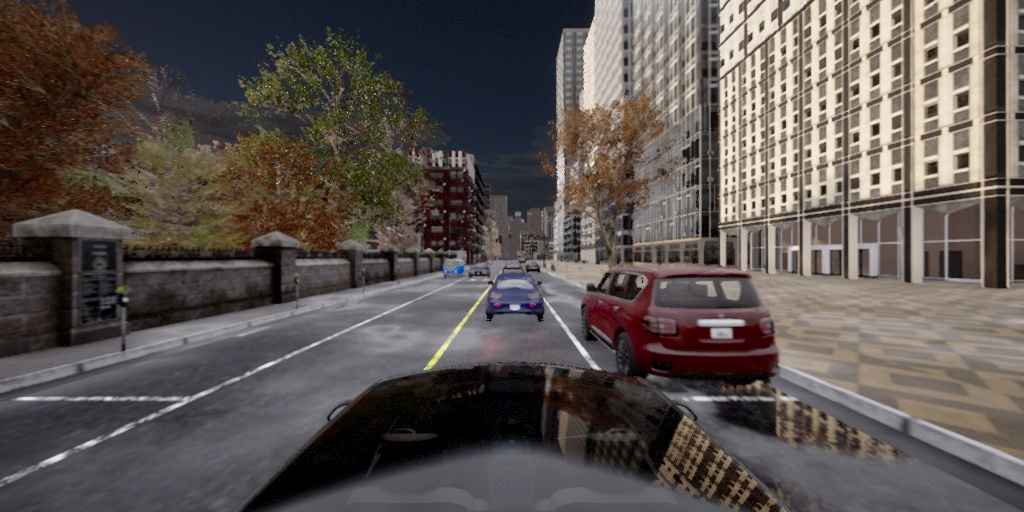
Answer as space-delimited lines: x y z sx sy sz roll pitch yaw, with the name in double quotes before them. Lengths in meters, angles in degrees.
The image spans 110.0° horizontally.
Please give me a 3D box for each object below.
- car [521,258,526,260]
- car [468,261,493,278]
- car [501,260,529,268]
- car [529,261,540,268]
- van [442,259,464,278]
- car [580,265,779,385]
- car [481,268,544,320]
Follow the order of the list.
"car" 2.697 1.500 57.839 1.751 1.417 4.829 0 0 0
"car" -3.091 1.437 34.965 1.994 1.385 4.181 0 0 0
"car" 0.098 1.349 31.139 2.128 1.511 4.902 0 0 0
"car" 2.695 1.489 46.404 1.948 1.339 4.313 0 0 0
"van" -5.686 1.215 35.140 1.690 1.789 3.998 0 0 0
"car" 2.690 1.082 6.981 2.192 1.841 5.009 0 0 0
"car" 0.101 1.313 12.615 1.812 1.442 4.674 0 0 0
